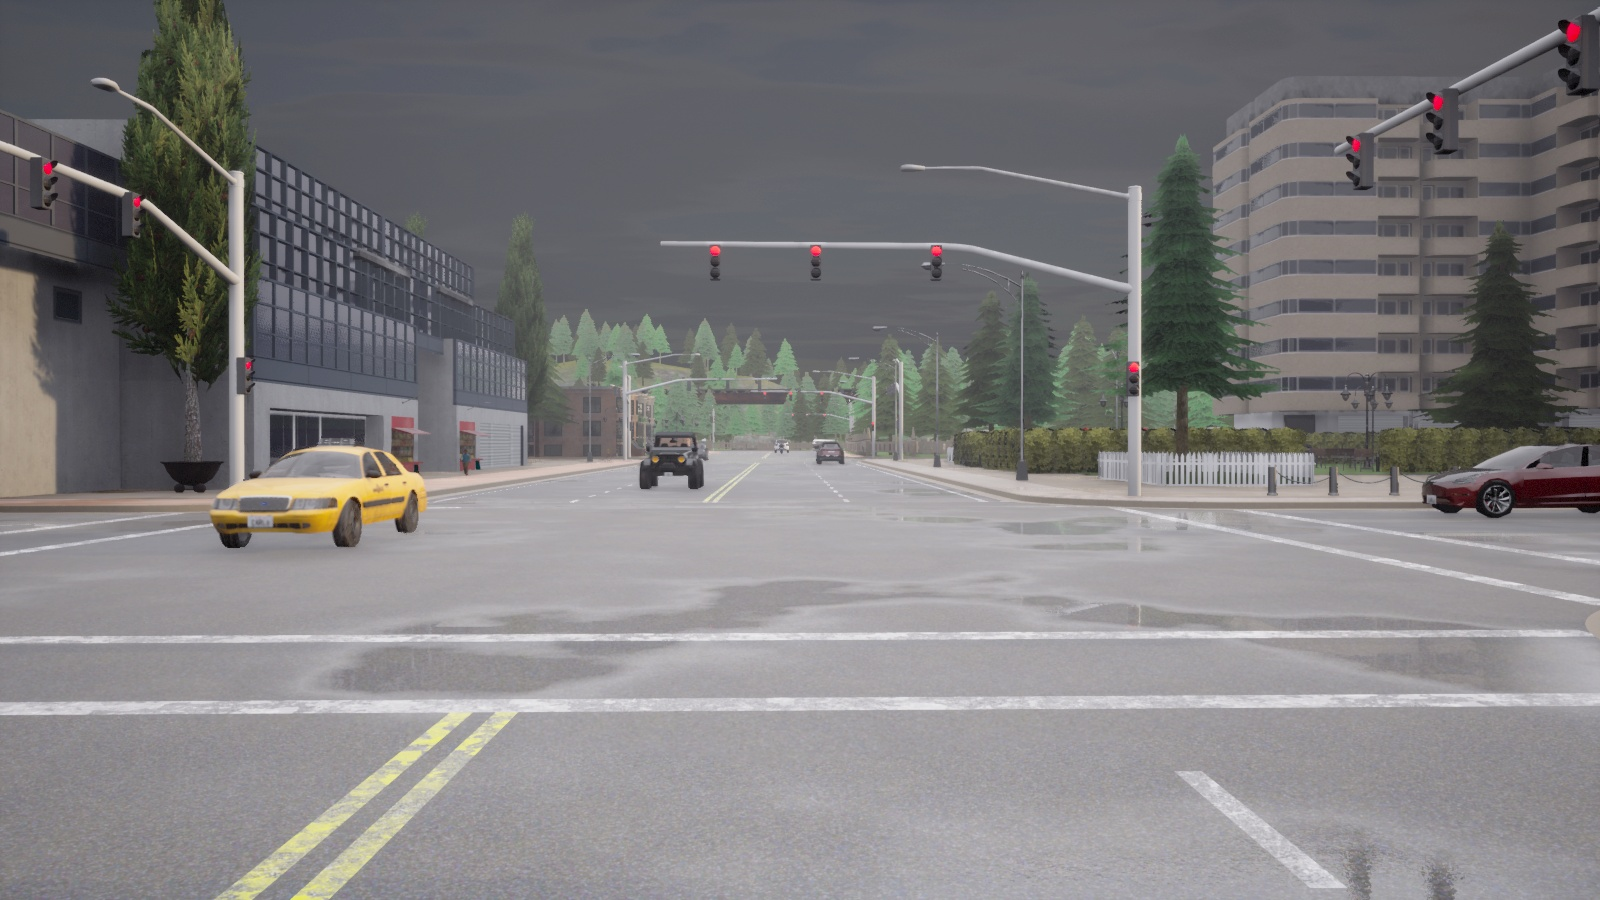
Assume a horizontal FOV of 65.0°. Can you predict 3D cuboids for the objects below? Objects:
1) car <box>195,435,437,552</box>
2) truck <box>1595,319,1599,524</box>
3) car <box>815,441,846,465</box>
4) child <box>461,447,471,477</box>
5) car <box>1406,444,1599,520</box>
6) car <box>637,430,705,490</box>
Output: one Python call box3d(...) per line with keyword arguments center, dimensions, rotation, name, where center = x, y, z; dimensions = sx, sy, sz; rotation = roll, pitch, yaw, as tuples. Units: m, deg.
box3d(center=(-7.255, 0.570, 19.510), dimensions=(1.801, 1.575, 5.366), rotation=(0, 0, -1), name="car")
box3d(center=(19.204, -0.528, 22.210), dimensions=(8.468, 3.827, 2.891), rotation=(0, 0, -1), name="truck")
box3d(center=(2.132, 0.171, 89.808), dimensions=(2.033, 1.649, 4.856), rotation=(0, 0, -1), name="car")
box3d(center=(-13.551, 0.487, 50.956), dimensions=(0.343, 1.192, 0.448), rotation=(0, 0, -3), name="child")
box3d(center=(15.302, 0.614, 25.652), dimensions=(4.792, 1.488, 2.163), rotation=(0, 0, -1), name="car")
box3d(center=(-4.197, 0.305, 41.398), dimensions=(1.905, 1.878, 3.866), rotation=(0, 0, -1), name="car")
